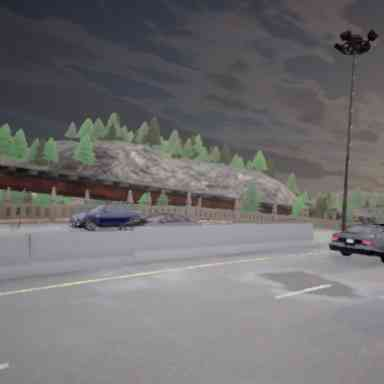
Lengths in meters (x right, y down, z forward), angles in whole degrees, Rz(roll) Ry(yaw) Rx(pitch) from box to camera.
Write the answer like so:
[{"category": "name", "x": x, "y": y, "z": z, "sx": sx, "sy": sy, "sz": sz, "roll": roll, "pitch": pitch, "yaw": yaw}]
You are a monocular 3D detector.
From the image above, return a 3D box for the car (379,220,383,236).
[{"category": "car", "x": 28.066, "y": 5.067, "z": 45.462, "sx": 5.566, "sy": 2.045, "sz": 2.150, "roll": 7, "pitch": -4, "yaw": -35}]

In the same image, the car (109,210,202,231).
[{"category": "car", "x": -1.458, "y": 1.715, "z": 15.847, "sx": 4.181, "sy": 1.385, "sz": 1.994, "roll": 2, "pitch": -1, "yaw": -35}]

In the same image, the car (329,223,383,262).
[{"category": "car", "x": 7.814, "y": 1.986, "z": 13.617, "sx": 5.357, "sy": 1.411, "sz": 2.033, "roll": 4, "pitch": -2, "yaw": -35}]

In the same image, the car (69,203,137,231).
[{"category": "car", "x": -5.507, "y": 1.505, "z": 21.557, "sx": 4.553, "sy": 1.767, "sz": 2.097, "roll": 2, "pitch": -1, "yaw": -35}]
